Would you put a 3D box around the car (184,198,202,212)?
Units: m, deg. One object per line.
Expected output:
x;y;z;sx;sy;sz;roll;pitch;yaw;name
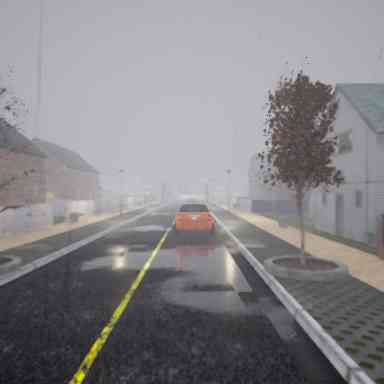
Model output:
0.107;1.519;40.839;2.128;1.511;4.902;0;0;0;car

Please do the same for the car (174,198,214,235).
0.104;1.362;19.140;2.097;1.767;4.553;0;0;0;car
